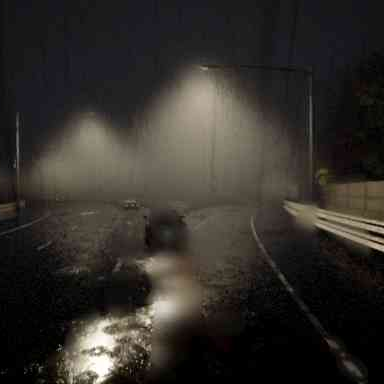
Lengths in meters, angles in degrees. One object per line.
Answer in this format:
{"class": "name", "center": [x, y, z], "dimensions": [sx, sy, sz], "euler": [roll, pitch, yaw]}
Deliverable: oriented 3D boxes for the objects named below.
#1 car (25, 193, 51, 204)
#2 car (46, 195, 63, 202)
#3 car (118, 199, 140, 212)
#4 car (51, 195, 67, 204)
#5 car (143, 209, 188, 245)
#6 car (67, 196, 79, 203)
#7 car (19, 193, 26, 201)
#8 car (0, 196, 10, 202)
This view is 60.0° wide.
{"class": "car", "center": [-30.859, 1.360, 66.542], "dimensions": [2.150, 2.045, 5.566], "euler": [0, 0, -41]}
{"class": "car", "center": [-32.615, 1.480, 79.042], "dimensions": [4.892, 1.490, 1.837], "euler": [0, 0, 43]}
{"class": "car", "center": [-7.736, 1.574, 40.368], "dimensions": [2.033, 1.411, 5.357], "euler": [0, 0, -22]}
{"class": "car", "center": [-28.188, 1.624, 68.813], "dimensions": [1.837, 1.490, 4.892], "euler": [0, 0, -41]}
{"class": "car", "center": [-1.284, 1.535, 15.564], "dimensions": [1.812, 1.442, 4.674], "euler": [0, 0, -8]}
{"class": "car", "center": [-25.884, 1.631, 71.505], "dimensions": [1.812, 1.442, 4.674], "euler": [0, 0, -41]}
{"class": "car", "center": [-37.672, 1.237, 74.197], "dimensions": [5.566, 2.045, 2.150], "euler": [0, 0, 43]}
{"class": "car", "center": [-47.037, 1.706, 82.644], "dimensions": [5.008, 1.535, 1.882], "euler": [0, 0, 38]}
